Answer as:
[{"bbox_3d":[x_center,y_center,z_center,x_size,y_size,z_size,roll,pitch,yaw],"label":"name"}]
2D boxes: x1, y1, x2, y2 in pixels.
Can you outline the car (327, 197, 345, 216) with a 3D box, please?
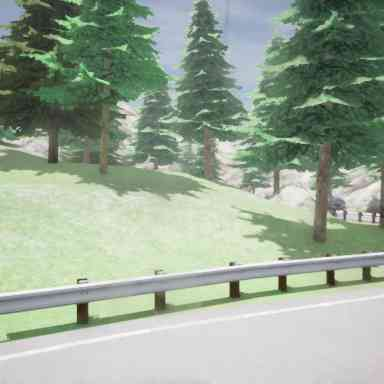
[{"bbox_3d":[12.412,1.235,32.894,2.150,2.045,5.566,0,0,-21],"label":"car"}]
